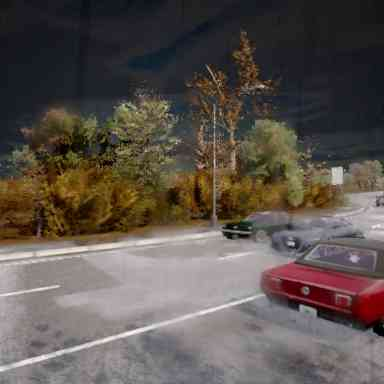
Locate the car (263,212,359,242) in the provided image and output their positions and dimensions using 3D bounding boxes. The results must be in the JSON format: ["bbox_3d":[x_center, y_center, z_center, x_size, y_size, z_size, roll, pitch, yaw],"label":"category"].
[{"bbox_3d":[4.880,1.588,12.728,4.181,1.385,1.994,0,0,-42],"label":"car"}]

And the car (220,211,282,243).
[{"bbox_3d":[3.548,1.634,16.158,4.718,1.301,1.895,0,0,-43],"label":"car"}]

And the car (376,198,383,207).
[{"bbox_3d":[30.177,1.629,52.356,1.994,1.385,4.181,0,0,25],"label":"car"}]

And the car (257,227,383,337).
[{"bbox_3d":[3.581,1.613,6.710,4.718,1.301,1.895,0,0,-39],"label":"car"}]
